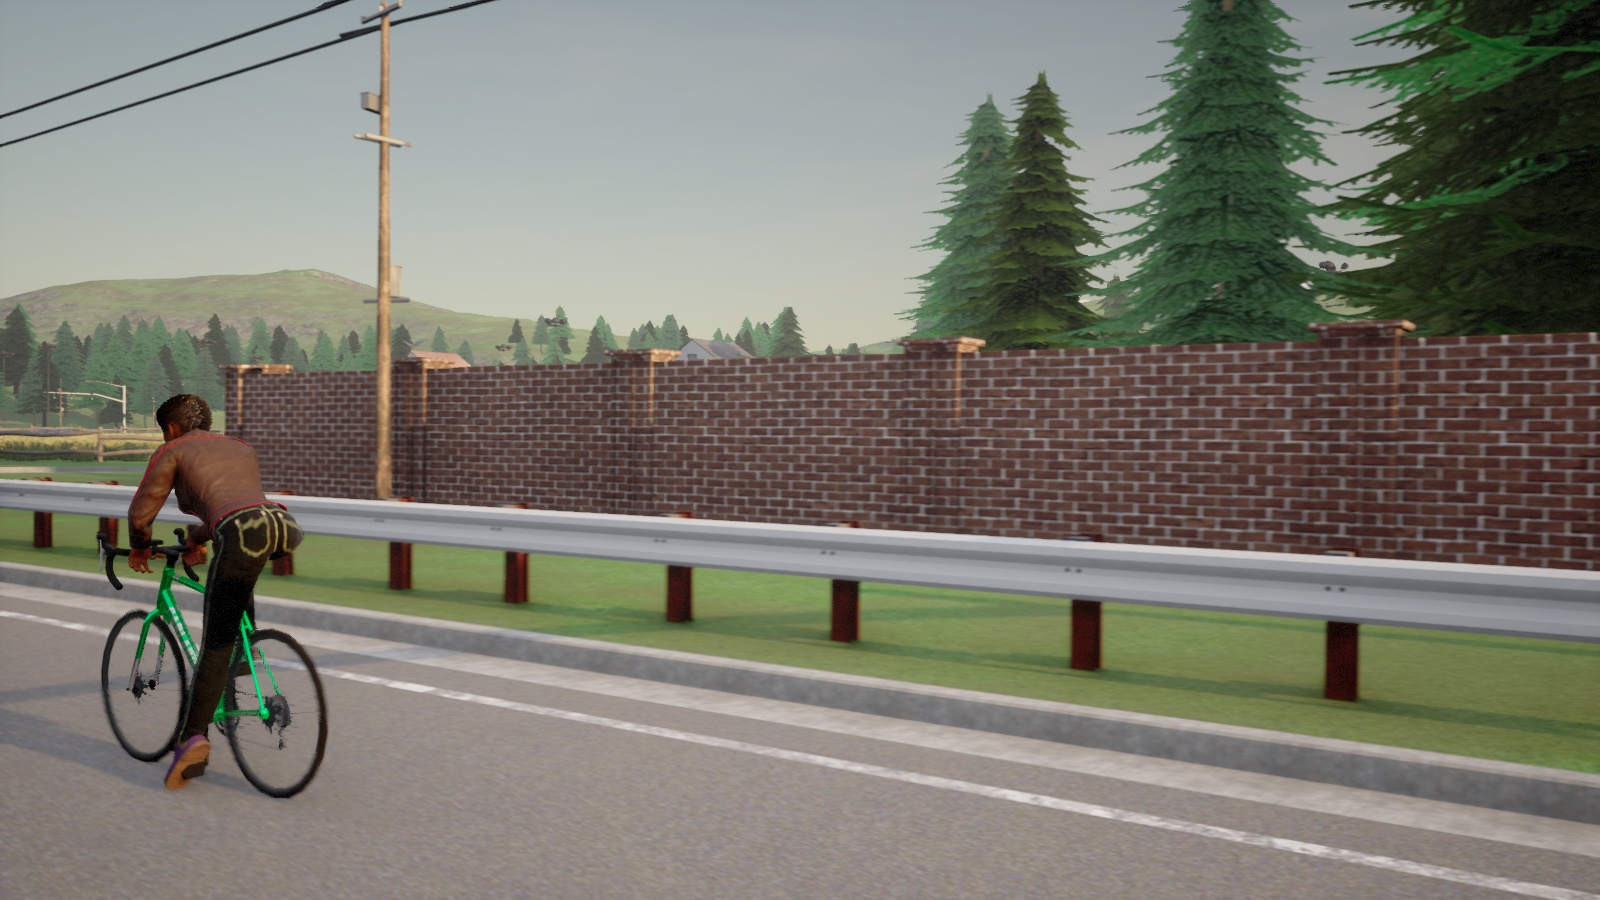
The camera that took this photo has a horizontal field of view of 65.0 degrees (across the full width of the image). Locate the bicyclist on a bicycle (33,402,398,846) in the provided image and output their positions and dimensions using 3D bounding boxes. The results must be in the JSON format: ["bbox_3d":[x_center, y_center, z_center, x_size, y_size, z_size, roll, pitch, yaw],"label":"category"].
[{"bbox_3d":[-2.483,0.635,5.272,1.656,1.620,0.582,0,1,34],"label":"bicyclist on a bicycle"}]
